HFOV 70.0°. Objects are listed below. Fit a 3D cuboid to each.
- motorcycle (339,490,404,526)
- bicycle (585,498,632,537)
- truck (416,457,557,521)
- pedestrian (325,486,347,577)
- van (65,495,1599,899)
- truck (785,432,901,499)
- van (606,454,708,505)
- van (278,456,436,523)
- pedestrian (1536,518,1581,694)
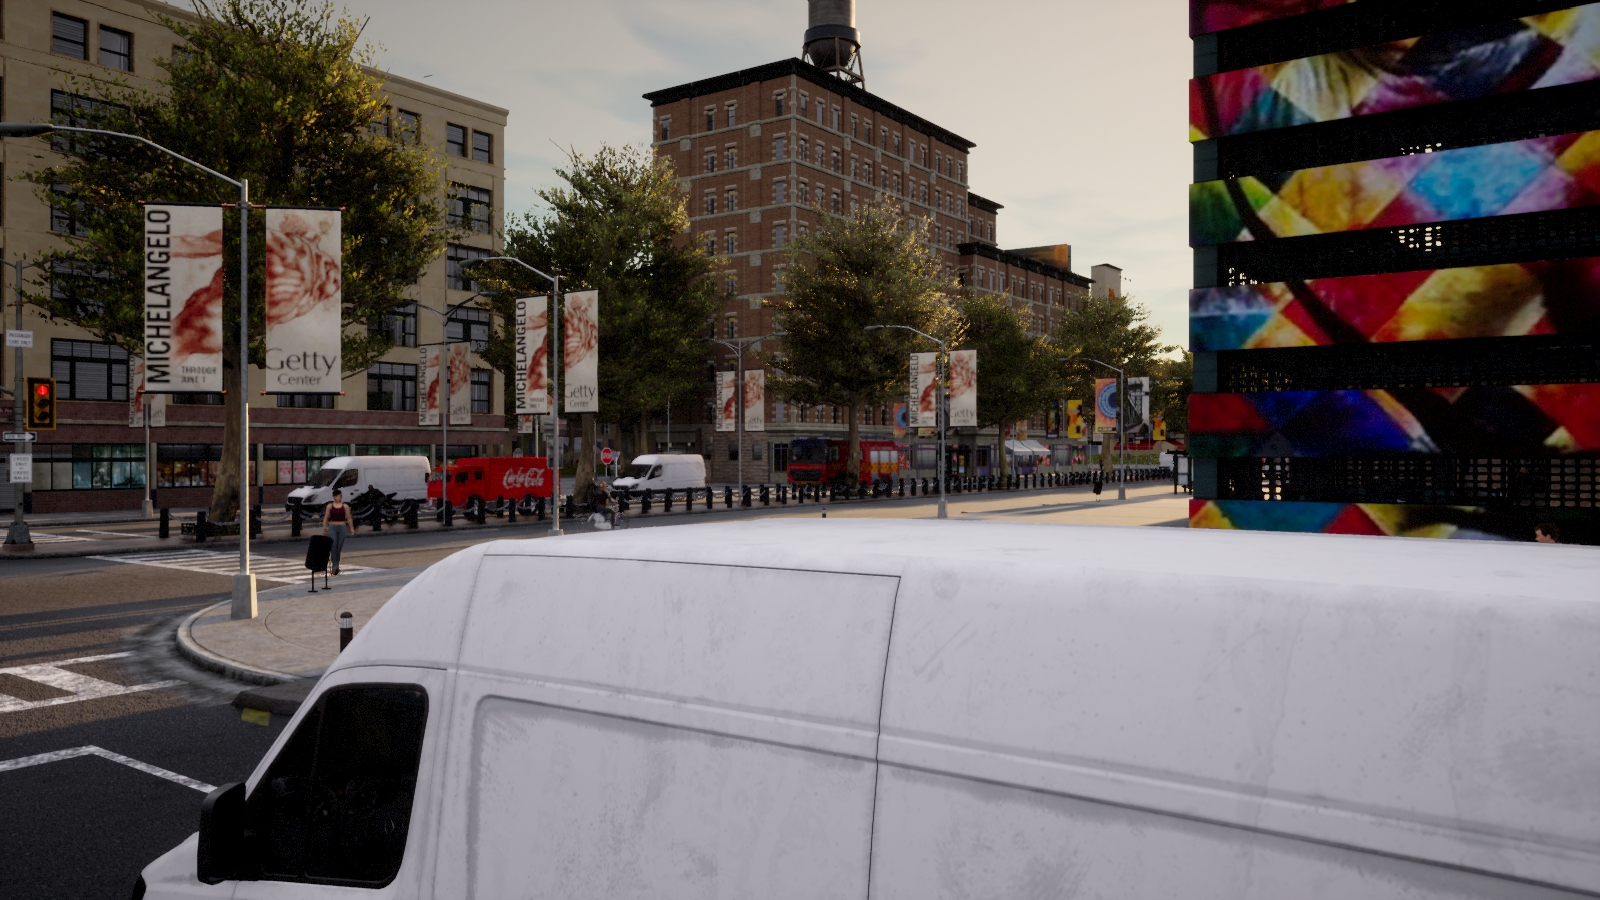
[{"bbox_3d":[-16.269,2.205,43.436,0.867,1.251,2.209,0,0,36],"label":"motorcycle"},{"bbox_3d":[-6.290,2.210,37.661,0.329,1.171,1.835,0,0,35],"label":"bicycle"},{"bbox_3d":[-13.076,1.565,47.908,2.627,2.467,5.204,0,0,36],"label":"truck"},{"bbox_3d":[-9.682,1.696,23.828,0.375,1.860,0.375,0,0,-32],"label":"pedestrian"},{"bbox_3d":[-0.118,1.534,3.913,5.915,2.561,1.988,0,0,36],"label":"van"},{"bbox_3d":[2.765,0.890,70.120,2.891,3.827,8.468,0,0,35],"label":"truck"},{"bbox_3d":[-7.622,1.534,61.583,1.988,2.561,5.915,0,0,36],"label":"van"},{"bbox_3d":[-18.065,1.534,46.934,1.988,2.561,5.915,0,0,36],"label":"van"},{"bbox_3d":[8.353,1.696,12.577,0.375,1.860,0.375,0,0,39],"label":"pedestrian"}]
